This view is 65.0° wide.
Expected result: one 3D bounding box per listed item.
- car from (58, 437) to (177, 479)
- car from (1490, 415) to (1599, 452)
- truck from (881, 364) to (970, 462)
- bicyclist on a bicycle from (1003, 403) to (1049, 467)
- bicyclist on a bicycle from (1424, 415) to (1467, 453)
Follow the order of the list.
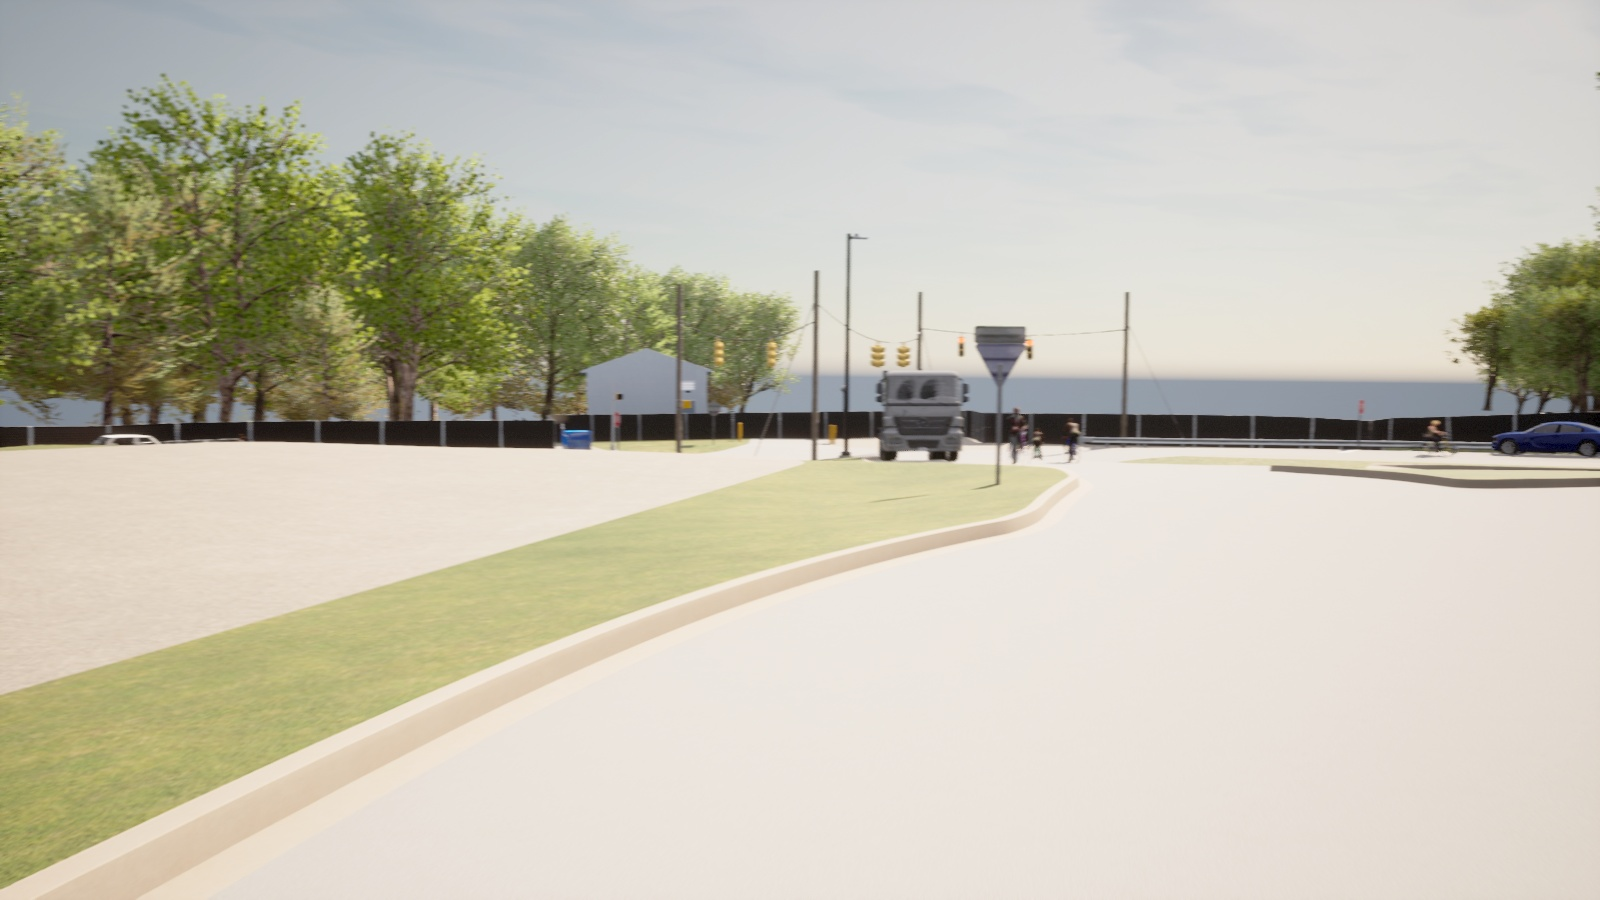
[{"bbox_3d":[-27.939,0.305,51.478,1.970,1.475,3.806,3,4,41],"label":"car"},{"bbox_3d":[33.446,-0.768,55.287,5.008,1.535,1.882,1,3,44],"label":"car"},{"bbox_3d":[4.731,-1.344,48.775,2.891,3.462,7.936,0,0,2],"label":"truck"},{"bbox_3d":[6.434,-0.416,35.828,0.659,1.776,1.843,0,-1,-10],"label":"bicyclist on a bicycle"},{"bbox_3d":[28.394,-0.724,55.265,1.509,1.612,0.866,1,4,43],"label":"bicyclist on a bicycle"}]
